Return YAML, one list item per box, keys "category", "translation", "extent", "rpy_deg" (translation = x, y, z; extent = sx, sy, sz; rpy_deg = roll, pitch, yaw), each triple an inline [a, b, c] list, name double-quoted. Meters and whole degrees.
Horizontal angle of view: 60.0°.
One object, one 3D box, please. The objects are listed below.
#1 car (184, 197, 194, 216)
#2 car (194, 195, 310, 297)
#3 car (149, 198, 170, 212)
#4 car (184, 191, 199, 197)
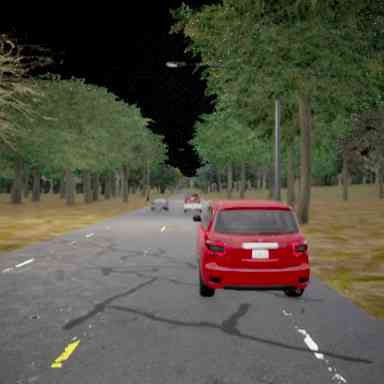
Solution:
- category: "car"
  translation: [0.104, 1.523, 35.866]
  extent: [1.895, 1.301, 4.718]
  rpy_deg: [0, 0, 0]
- category: "car"
  translation: [1.235, 1.210, 8.678]
  extent: [2.150, 2.045, 5.566]
  rpy_deg: [0, 0, 0]
- category: "car"
  translation: [-3.561, 1.441, 37.595]
  extent: [1.812, 1.442, 4.674]
  rpy_deg: [0, 0, 0]
- category: "car"
  translation: [0.064, 1.104, 45.831]
  extent: [2.150, 2.045, 5.566]
  rpy_deg: [0, 0, 0]
